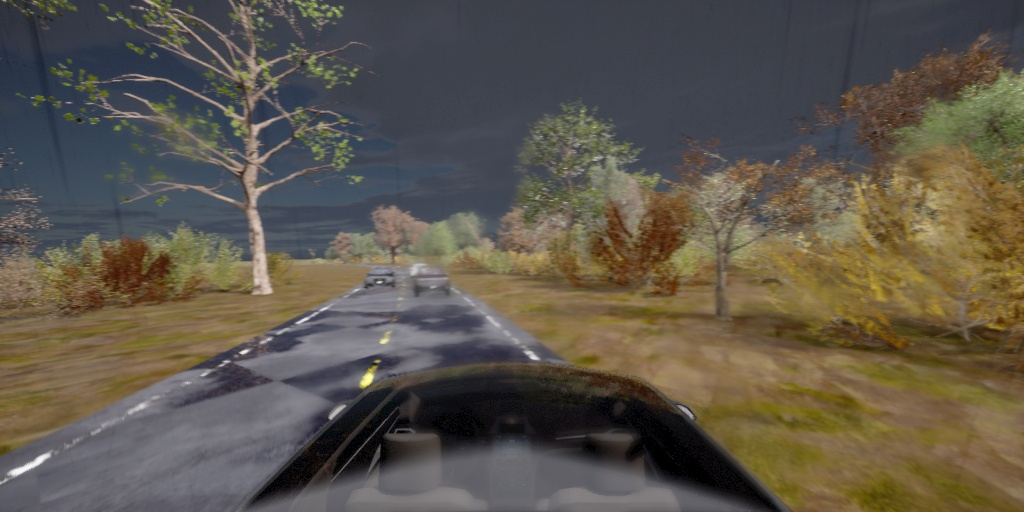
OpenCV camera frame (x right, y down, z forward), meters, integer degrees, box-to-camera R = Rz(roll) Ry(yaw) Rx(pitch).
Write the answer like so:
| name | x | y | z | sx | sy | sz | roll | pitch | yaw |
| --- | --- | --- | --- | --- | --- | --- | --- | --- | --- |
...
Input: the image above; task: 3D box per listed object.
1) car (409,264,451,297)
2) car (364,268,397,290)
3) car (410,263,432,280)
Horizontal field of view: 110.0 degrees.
| name | x | y | z | sx | sy | sz | roll | pitch | yaw |
| --- | --- | --- | --- | --- | --- | --- | --- | --- | --- |
| car | -4.519 | 1.350 | 20.036 | 2.128 | 1.511 | 4.902 | -2 | 0 | -15 |
| car | -9.297 | 1.557 | 25.566 | 1.994 | 1.385 | 4.181 | -2 | 0 | -16 |
| car | -9.166 | 1.501 | 35.834 | 1.812 | 1.442 | 4.674 | -2 | 0 | -17 |
